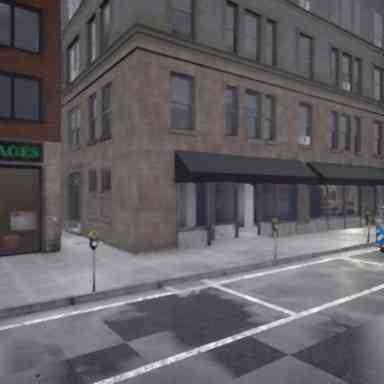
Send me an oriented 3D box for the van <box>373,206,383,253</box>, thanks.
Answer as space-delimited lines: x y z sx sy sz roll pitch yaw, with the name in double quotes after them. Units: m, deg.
8.219 1.312 12.054 3.998 1.788 1.690 0 0 -36 "van"
